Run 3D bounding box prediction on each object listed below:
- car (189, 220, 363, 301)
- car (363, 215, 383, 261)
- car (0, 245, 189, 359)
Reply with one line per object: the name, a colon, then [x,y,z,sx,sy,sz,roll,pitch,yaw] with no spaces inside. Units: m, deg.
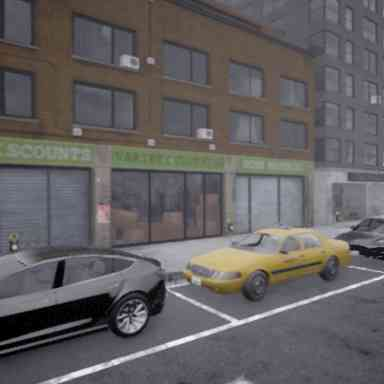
car: [2.055,1.500,8.234,4.829,1.417,1.752,0,0,-36]
car: [6.808,1.517,11.626,4.313,1.339,1.947,0,0,-36]
car: [-2.420,1.563,5.040,4.313,1.339,1.947,0,0,-36]
